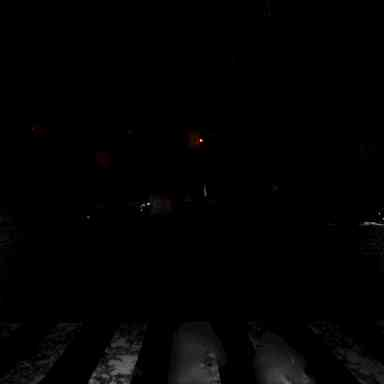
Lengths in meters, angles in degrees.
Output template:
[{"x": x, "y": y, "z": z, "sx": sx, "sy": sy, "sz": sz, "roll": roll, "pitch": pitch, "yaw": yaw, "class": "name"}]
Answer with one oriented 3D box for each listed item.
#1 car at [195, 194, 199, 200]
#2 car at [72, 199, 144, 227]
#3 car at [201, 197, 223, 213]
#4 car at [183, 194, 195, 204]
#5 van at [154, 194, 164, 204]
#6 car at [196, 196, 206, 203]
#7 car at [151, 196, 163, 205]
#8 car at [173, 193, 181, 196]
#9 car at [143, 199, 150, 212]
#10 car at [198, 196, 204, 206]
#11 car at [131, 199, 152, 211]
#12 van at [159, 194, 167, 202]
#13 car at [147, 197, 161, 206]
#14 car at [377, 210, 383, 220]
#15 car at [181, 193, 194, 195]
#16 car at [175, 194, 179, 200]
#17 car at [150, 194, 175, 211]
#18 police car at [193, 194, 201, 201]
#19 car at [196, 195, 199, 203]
[{"x": 2.043, "y": 1.566, "z": 62.538, "sx": 2.008, "sy": 1.369, "sz": 4.403, "roll": 0, "pitch": 0, "yaw": -1, "class": "car"}, {"x": -5.989, "y": 1.488, "z": 23.361, "sx": 1.882, "sy": 1.535, "sz": 5.008, "roll": 1, "pitch": 1, "yaw": 36, "class": "car"}, {"x": 2.402, "y": 1.555, "z": 36.335, "sx": 2.008, "sy": 1.369, "sz": 4.403, "roll": 0, "pitch": 0, "yaw": -1, "class": "car"}, {"x": -0.660, "y": 1.618, "z": 65.599, "sx": 1.895, "sy": 1.301, "sz": 4.718, "roll": 0, "pitch": 0, "yaw": -1, "class": "car"}, {"x": -6.538, "y": 1.359, "z": 66.609, "sx": 1.690, "sy": 1.788, "sz": 3.998, "roll": 0, "pitch": 0, "yaw": -1, "class": "van"}, {"x": 1.899, "y": 1.588, "z": 73.116, "sx": 1.947, "sy": 1.339, "sz": 4.313, "roll": 0, "pitch": 0, "yaw": -1, "class": "car"}, {"x": -6.462, "y": 1.540, "z": 61.027, "sx": 1.752, "sy": 1.417, "sz": 4.829, "roll": 0, "pitch": 0, "yaw": -1, "class": "car"}, {"x": -3.810, "y": 1.269, "z": 69.261, "sx": 1.895, "sy": 1.301, "sz": 4.718, "roll": 0, "pitch": 0, "yaw": -1, "class": "car"}, {"x": -6.122, "y": 1.555, "z": 36.222, "sx": 2.008, "sy": 1.369, "sz": 4.403, "roll": 0, "pitch": 0, "yaw": -1, "class": "car"}, {"x": 2.253, "y": 1.552, "z": 47.223, "sx": 1.887, "sy": 1.381, "sz": 4.507, "roll": 0, "pitch": 0, "yaw": -1, "class": "car"}, {"x": -6.191, "y": 1.556, "z": 41.214, "sx": 2.008, "sy": 1.369, "sz": 4.403, "roll": 0, "pitch": 0, "yaw": -1, "class": "car"}, {"x": -6.687, "y": 1.367, "z": 77.435, "sx": 1.690, "sy": 1.788, "sz": 3.998, "roll": 0, "pitch": 0, "yaw": -1, "class": "van"}, {"x": -6.390, "y": 1.577, "z": 55.784, "sx": 1.947, "sy": 1.339, "sz": 4.313, "roll": 0, "pitch": 0, "yaw": -1, "class": "car"}, {"x": 14.725, "y": 1.248, "z": 20.978, "sx": 5.357, "sy": 1.411, "sz": 2.033, "roll": -1, "pitch": 0, "yaw": -1, "class": "car"}, {"x": -0.891, "y": 1.548, "z": 75.527, "sx": 2.128, "sy": 1.511, "sz": 4.902, "roll": 0, "pitch": 0, "yaw": -1, "class": "car"}, {"x": -3.683, "y": 1.504, "z": 53.379, "sx": 2.128, "sy": 1.511, "sz": 4.902, "roll": 0, "pitch": 0, "yaw": -1, "class": "car"}, {"x": -3.506, "y": 1.357, "z": 39.876, "sx": 2.097, "sy": 1.767, "sz": 4.553, "roll": 0, "pitch": 0, "yaw": -1, "class": "car"}, {"x": 1.267, "y": 1.461, "z": 90.513, "sx": 1.930, "sy": 1.638, "sz": 5.238, "roll": 0, "pitch": 0, "yaw": -1, "class": "police car"}, {"x": 2.179, "y": 1.561, "z": 52.667, "sx": 2.008, "sy": 1.369, "sz": 4.403, "roll": 0, "pitch": 0, "yaw": -1, "class": "car"}]
